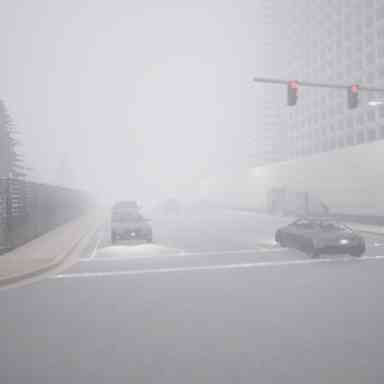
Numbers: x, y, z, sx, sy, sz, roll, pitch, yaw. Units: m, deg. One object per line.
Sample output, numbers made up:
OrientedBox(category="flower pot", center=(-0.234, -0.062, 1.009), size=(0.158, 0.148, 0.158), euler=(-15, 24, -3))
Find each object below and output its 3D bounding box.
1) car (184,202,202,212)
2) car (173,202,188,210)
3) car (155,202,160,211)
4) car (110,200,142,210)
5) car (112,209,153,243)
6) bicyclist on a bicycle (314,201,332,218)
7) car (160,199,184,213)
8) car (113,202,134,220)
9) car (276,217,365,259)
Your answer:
OrientedBox(category="car", center=(0.162, 2.287, 50.824), size=(2.128, 1.511, 4.902), euler=(0, -1, -13))
OrientedBox(category="car", center=(-2.127, 2.547, 60.801), size=(1.994, 1.385, 4.181), euler=(0, -1, -13))
OrientedBox(category="car", center=(-5.377, 2.497, 58.869), size=(1.837, 1.490, 4.892), euler=(0, -1, -13))
OrientedBox(category="car", center=(-5.387, 1.706, 27.145), size=(2.150, 2.045, 5.566), euler=(0, -1, -13))
OrientedBox(category="car", center=(-3.268, 1.875, 17.919), size=(1.994, 1.385, 4.181), euler=(0, -1, -13))
OrientedBox(category="bicyclist on a bicycle", center=(10.575, 1.584, 26.808), size=(1.656, 1.620, 0.582), euler=(-1, -1, -13))
OrientedBox(category="car", center=(-3.026, 2.025, 48.873), size=(2.150, 2.045, 5.566), euler=(-1, -1, -11))
OrientedBox(category="car", center=(-7.560, 2.016, 36.668), size=(2.097, 1.767, 4.553), euler=(0, -1, -13))
OrientedBox(category="car", center=(4.958, 1.706, 13.442), size=(1.994, 1.385, 4.181), euler=(0, -1, -8))
